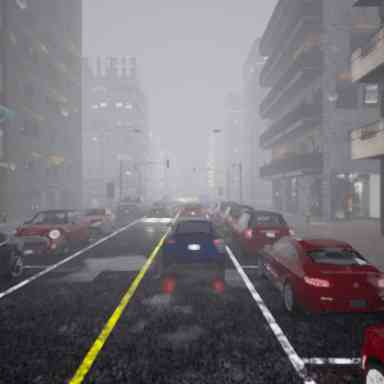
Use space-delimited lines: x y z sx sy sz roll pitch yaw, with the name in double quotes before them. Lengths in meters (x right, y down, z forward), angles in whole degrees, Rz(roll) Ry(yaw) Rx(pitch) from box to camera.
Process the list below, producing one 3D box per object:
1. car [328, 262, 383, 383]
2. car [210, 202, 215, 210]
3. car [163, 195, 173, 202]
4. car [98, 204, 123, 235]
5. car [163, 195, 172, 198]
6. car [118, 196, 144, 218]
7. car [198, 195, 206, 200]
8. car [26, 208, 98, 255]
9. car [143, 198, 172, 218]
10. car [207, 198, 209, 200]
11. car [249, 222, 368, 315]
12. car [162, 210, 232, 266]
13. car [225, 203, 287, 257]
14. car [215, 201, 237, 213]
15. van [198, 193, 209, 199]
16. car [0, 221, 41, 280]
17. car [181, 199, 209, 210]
"car" 2.565 1.542 1.630 1.887 1.381 4.507 0 0 0
"car" 2.573 1.392 24.007 1.967 1.590 4.097 0 0 0
"car" -5.258 1.382 73.396 1.887 1.381 4.507 0 0 0
"car" -5.309 1.545 18.415 1.802 1.307 4.206 0 0 0
"car" -5.260 1.434 67.808 1.802 1.307 4.206 0 0 0
"car" -5.306 1.255 29.604 2.192 1.841 5.009 0 0 0
"car" 2.593 1.376 84.446 1.947 1.339 4.313 0 0 0
"car" -5.311 1.415 12.821 1.967 1.590 4.097 0 0 0
"car" -2.814 1.504 29.315 1.994 1.385 4.181 0 0 0
"car" 2.575 1.485 29.601 1.887 1.381 4.507 0 0 0
"car" 2.567 1.568 7.224 1.802 1.307 4.206 0 0 0
"car" 0.075 1.541 11.485 1.994 1.385 4.181 0 0 0
"car" 2.569 1.415 12.818 1.967 1.590 4.097 0 0 0
"car" 2.571 1.404 18.412 1.967 1.590 4.097 0 0 0
"van" 2.587 1.194 67.644 1.690 1.788 3.998 0 0 0
"car" -5.313 1.551 7.227 1.947 1.339 4.313 0 0 0
"car" 0.078 1.511 26.248 1.994 1.385 4.181 0 0 0
